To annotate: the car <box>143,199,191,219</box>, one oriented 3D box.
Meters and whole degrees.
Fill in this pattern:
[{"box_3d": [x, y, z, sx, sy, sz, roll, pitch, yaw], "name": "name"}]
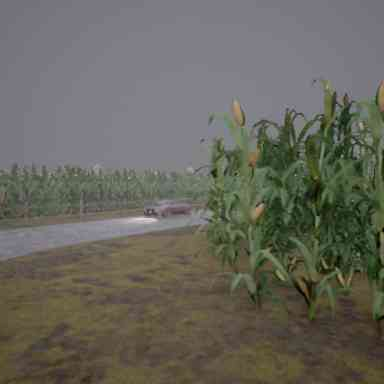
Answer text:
[{"box_3d": [-1.917, 1.253, 26.214, 1.994, 1.385, 4.181, 1, 2, 36], "name": "car"}]
